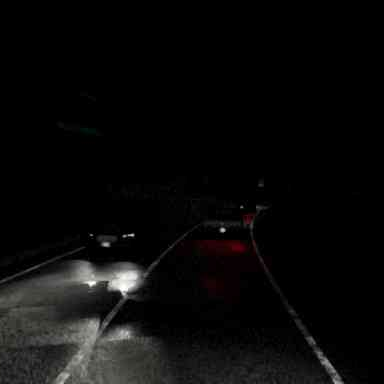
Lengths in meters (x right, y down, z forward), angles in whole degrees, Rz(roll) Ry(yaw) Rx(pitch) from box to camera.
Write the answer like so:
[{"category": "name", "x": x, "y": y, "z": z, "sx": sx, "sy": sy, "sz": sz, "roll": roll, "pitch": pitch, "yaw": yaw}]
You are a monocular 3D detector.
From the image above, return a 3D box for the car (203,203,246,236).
[{"category": "car", "x": 1.771, "y": 1.492, "z": 17.730, "sx": 1.895, "sy": 1.301, "sz": 4.718, "roll": 1, "pitch": 0, "yaw": 9}]

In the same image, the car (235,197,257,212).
[{"category": "car", "x": 5.538, "y": 1.205, "z": 34.599, "sx": 1.812, "sy": 1.442, "sz": 4.674, "roll": 2, "pitch": 3, "yaw": 18}]

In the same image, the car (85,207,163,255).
[{"category": "car", "x": -2.400, "y": 1.362, "z": 12.821, "sx": 2.128, "sy": 1.511, "sz": 4.902, "roll": 1, "pitch": 1, "yaw": 7}]
